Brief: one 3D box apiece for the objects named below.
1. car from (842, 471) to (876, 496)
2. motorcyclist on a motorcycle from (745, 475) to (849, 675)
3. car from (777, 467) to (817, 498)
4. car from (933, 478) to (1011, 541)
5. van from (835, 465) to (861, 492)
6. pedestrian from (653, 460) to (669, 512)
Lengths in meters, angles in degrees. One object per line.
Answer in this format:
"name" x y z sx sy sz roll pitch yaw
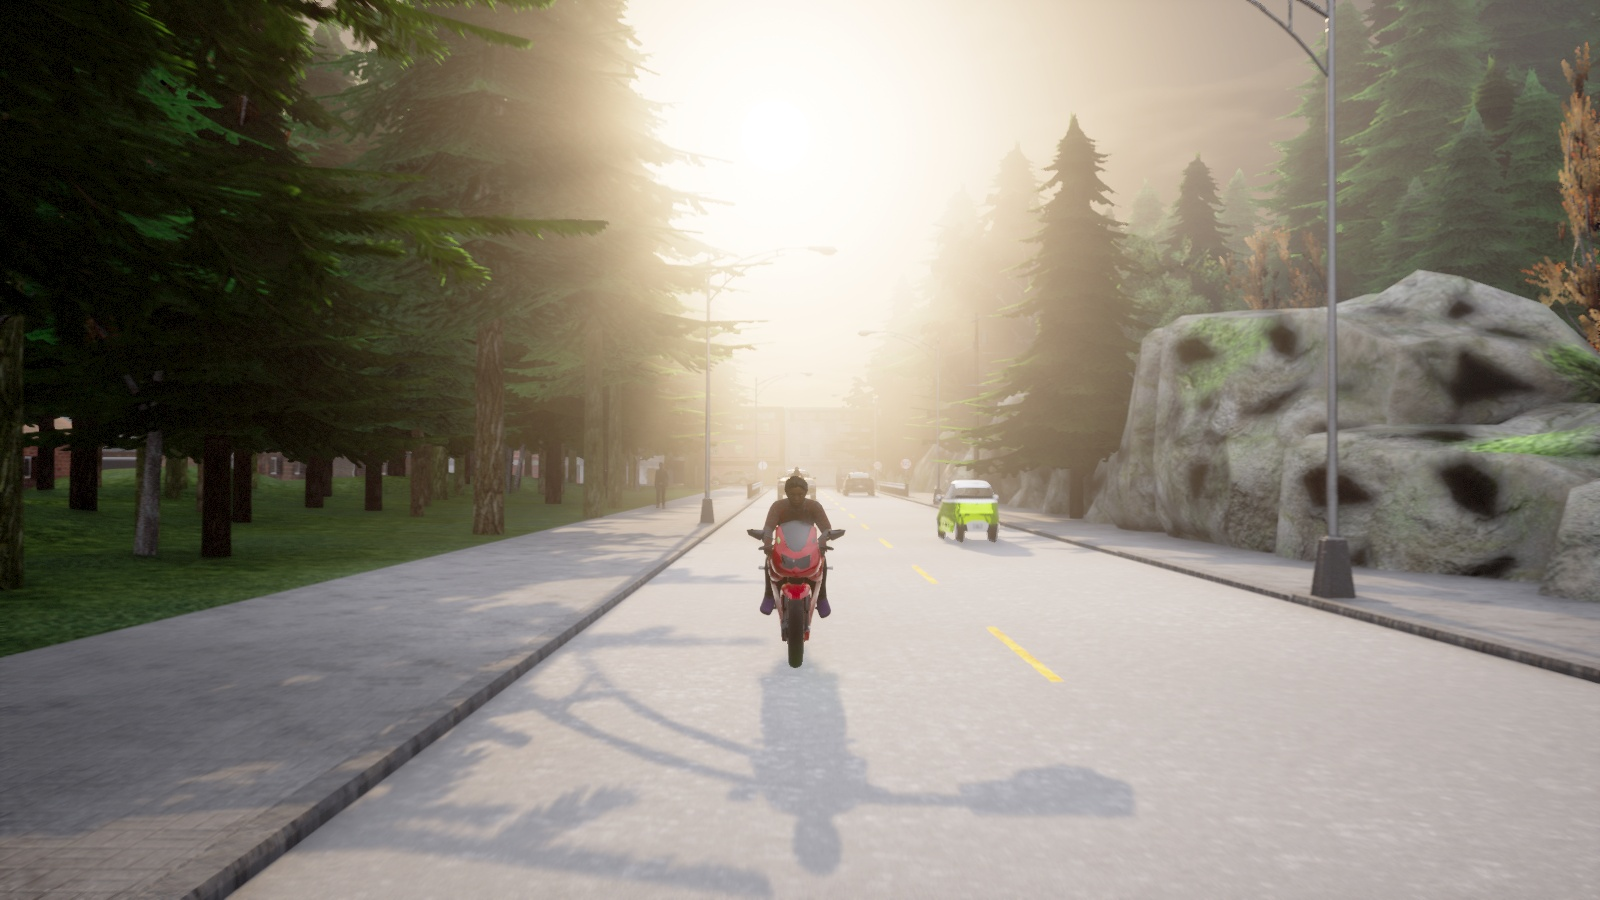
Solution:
"car" 3.768 2.133 80.961 1.882 1.535 5.008 0 -1 0
"motorcyclist on a motorcycle" -0.025 0.975 10.650 0.797 1.523 2.044 0 -1 0
"car" -0.165 1.747 68.917 2.152 1.651 5.027 0 -1 0
"car" 3.932 1.339 28.982 1.481 1.376 2.207 0 -1 0
"van" 3.668 2.158 95.927 1.775 1.987 4.442 0 -1 0
"pedestrian" -5.250 1.341 47.555 0.423 1.949 0.788 0 -1 8
